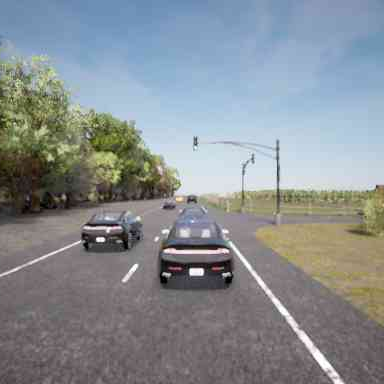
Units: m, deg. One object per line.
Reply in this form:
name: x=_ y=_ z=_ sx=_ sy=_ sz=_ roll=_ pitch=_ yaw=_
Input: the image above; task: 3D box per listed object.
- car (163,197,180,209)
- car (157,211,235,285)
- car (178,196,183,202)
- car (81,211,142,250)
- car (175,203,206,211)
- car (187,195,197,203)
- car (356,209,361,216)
car: x=-3.395 y=1.825 z=51.328 sx=2.033 sy=1.411 sz=5.357 roll=0 pitch=0 yaw=0
car: x=0.100 y=1.546 z=9.689 sx=2.128 sy=1.511 sz=4.902 roll=0 pitch=0 yaw=0
car: x=-3.490 y=1.956 z=90.811 sx=1.882 sy=1.535 sz=5.008 roll=0 pitch=0 yaw=0
car: x=-3.398 y=1.574 z=14.784 sx=2.128 sy=1.511 sz=4.902 roll=0 pitch=0 yaw=0
car: x=0.101 y=1.687 z=21.981 sx=1.994 sy=1.385 sz=4.181 roll=0 pitch=0 yaw=0
car: x=0.009 y=1.639 z=78.107 sx=2.150 sy=2.045 sz=5.566 roll=0 pitch=0 yaw=0
car: x=19.318 y=1.951 z=33.759 sx=4.892 sy=1.490 sz=1.837 roll=1 pitch=-1 yaw=0
